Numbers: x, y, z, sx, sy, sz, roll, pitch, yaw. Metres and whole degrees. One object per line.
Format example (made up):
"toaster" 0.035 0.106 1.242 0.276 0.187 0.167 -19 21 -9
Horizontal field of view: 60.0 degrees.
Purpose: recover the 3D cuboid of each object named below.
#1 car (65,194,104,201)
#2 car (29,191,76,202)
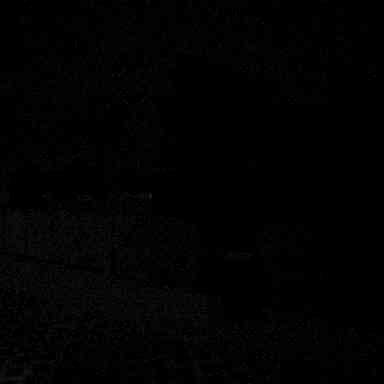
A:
"car" -11.192 1.230 36.731 1.812 1.442 4.674 0 1 32
"car" -15.108 0.960 36.563 2.150 2.045 5.566 0 1 31
